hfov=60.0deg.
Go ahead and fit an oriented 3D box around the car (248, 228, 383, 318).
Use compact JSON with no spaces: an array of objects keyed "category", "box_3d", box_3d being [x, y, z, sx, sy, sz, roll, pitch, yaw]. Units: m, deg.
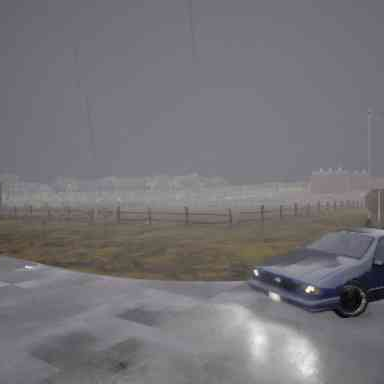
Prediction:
[{"category":"car","box_3d":[3.879,1.546,7.459,5.357,1.411,2.033,0,0,-29]}]
